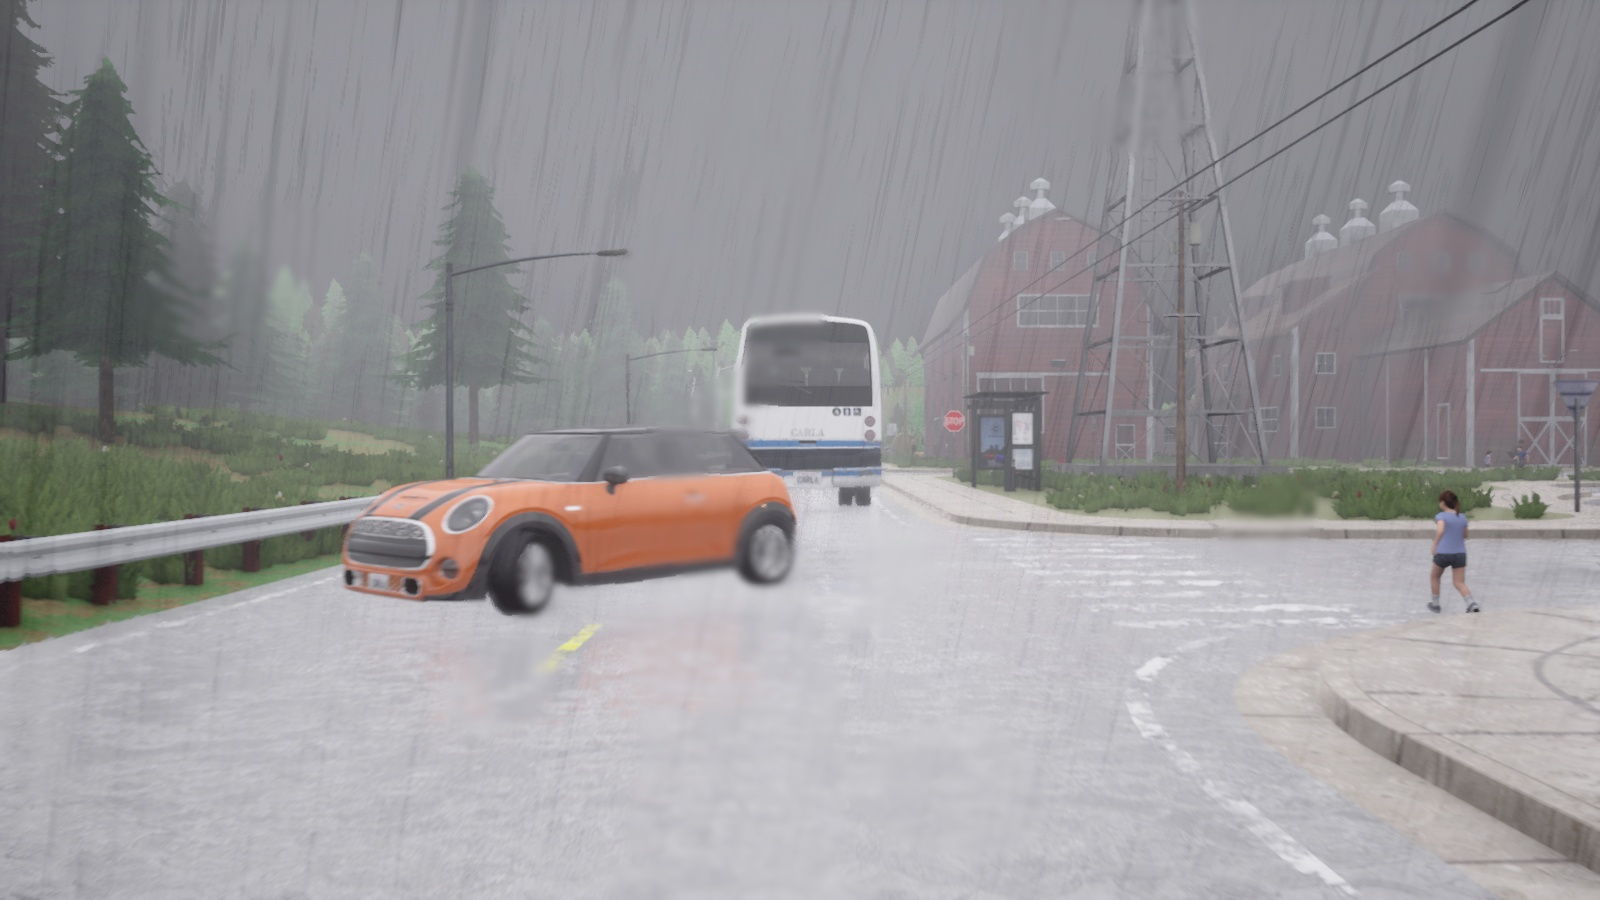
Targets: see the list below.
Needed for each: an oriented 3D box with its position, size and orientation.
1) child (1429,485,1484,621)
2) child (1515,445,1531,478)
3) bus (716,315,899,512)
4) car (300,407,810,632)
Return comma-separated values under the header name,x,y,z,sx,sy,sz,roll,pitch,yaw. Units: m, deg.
name,x,y,z,sx,sy,sz,roll,pitch,yaw
child,5.528,0.855,10.581,0.255,1.110,0.394,0,0,-1
child,27.519,0.435,47.794,0.437,1.263,0.270,0,0,0
bus,0.199,-0.811,32.231,3.944,4.253,10.273,0,0,0
car,-2.185,0.534,12.264,2.097,1.767,4.553,0,1,41
